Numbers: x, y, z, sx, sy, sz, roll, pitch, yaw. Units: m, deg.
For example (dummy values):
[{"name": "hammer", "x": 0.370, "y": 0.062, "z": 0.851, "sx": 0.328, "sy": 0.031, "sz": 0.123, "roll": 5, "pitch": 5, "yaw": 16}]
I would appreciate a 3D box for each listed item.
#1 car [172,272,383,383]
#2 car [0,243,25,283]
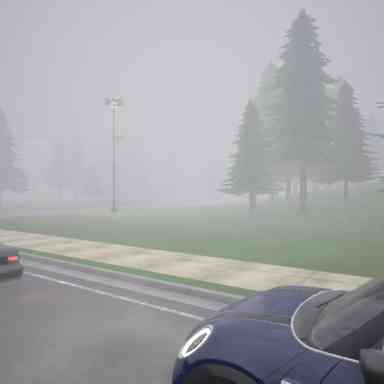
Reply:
[{"name": "car", "x": 2.019, "y": 1.353, "z": 2.552, "sx": 4.553, "sy": 1.767, "sz": 2.097, "roll": 0, "pitch": 0, "yaw": 35}, {"name": "car", "x": -6.381, "y": 1.548, "z": 8.381, "sx": 5.357, "sy": 1.411, "sz": 2.033, "roll": 0, "pitch": 0, "yaw": 35}]
